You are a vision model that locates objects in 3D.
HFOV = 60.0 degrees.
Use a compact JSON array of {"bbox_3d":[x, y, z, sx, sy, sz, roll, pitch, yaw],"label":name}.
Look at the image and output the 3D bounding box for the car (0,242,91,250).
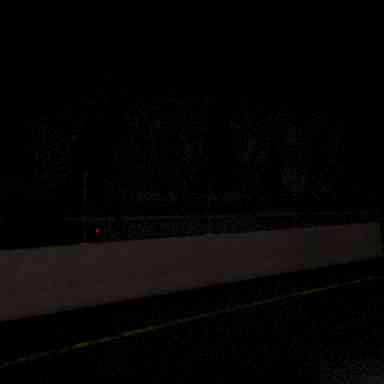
[{"bbox_3d":[-6.156,1.518,12.329,5.357,1.411,2.033,0,0,-34],"label":"car"}]
